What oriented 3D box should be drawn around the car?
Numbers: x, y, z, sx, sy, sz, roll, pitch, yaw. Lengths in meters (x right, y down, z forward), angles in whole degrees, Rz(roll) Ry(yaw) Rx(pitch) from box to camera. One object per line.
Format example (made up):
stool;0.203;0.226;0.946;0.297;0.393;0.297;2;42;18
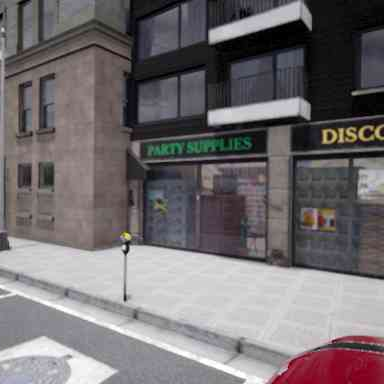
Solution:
car;2.178;1.451;1.527;4.097;1.590;1.967;1;1;36
